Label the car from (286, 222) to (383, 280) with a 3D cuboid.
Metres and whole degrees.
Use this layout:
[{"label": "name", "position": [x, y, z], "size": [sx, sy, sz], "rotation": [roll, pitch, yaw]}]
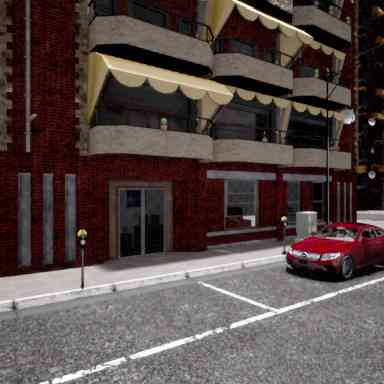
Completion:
[{"label": "car", "position": [4.616, 1.582, 9.901], "size": [4.206, 1.307, 1.802], "rotation": [0, 0, -35]}]
